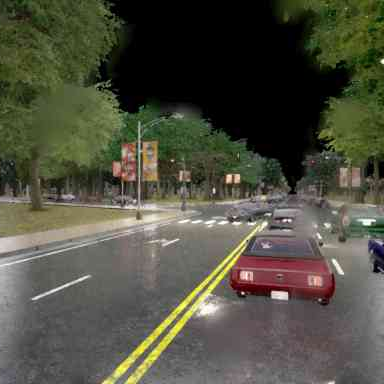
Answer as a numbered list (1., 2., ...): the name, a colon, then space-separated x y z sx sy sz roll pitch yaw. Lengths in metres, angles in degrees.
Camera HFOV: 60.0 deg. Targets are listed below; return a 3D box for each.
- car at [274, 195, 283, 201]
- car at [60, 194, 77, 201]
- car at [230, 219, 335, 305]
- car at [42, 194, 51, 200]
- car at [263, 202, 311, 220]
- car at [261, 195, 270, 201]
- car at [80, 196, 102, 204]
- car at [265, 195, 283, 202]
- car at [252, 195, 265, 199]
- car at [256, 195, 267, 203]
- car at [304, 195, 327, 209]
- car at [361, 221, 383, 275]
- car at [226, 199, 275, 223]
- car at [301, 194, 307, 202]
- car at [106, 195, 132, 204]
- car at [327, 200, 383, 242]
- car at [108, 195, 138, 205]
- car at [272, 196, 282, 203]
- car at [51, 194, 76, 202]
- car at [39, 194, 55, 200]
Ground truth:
1. car: 21.506 1.489 82.308 1.882 1.535 5.008 0 0 17
2. car: -29.259 1.260 78.600 4.674 1.442 1.812 0 0 40
3. car: 2.247 1.601 8.200 1.895 1.301 4.718 0 0 17
4. car: -31.759 1.330 76.456 4.718 1.301 1.895 0 0 40
5. car: 4.920 1.505 17.065 1.837 1.490 4.892 0 0 17
6. car: 18.285 1.535 82.887 1.812 1.442 4.674 0 0 17
7. car: -18.418 1.422 60.910 4.718 1.301 1.895 0 0 41
8. car: 15.392 1.554 62.591 2.033 1.411 5.357 0 0 18
9. car: 12.317 1.554 63.633 2.033 1.411 5.357 0 0 18
10. car: 15.263 1.486 73.076 1.882 1.535 5.008 0 0 17
11. car: 17.139 1.508 45.051 1.837 1.490 4.892 -3 0 5
12. car: 5.455 1.601 7.593 1.895 1.301 4.718 0 0 17
13. car: 4.264 1.504 24.986 1.837 1.490 4.892 -2 -1 33
14. car: 25.172 1.562 72.111 1.994 1.385 4.181 0 0 17
15. car: -13.371 1.330 61.104 4.902 1.511 2.128 0 0 40
16. car: 8.055 1.352 16.197 2.097 1.767 4.553 0 0 17
17. car: -10.982 1.361 54.636 4.902 1.511 2.128 0 0 41
18. car: 18.455 1.604 72.396 1.895 1.301 4.718 0 0 17
19. car: -26.168 1.299 67.500 4.674 1.442 1.812 0 0 40
20. car: -37.116 1.224 85.216 4.674 1.442 1.812 0 0 40
